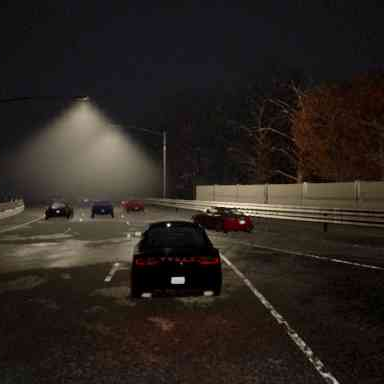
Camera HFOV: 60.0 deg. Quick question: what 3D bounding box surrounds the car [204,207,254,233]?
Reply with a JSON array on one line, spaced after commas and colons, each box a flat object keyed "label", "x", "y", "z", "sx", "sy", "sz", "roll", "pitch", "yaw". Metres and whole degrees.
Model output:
[{"label": "car", "x": 1.650, "y": 1.563, "z": 19.299, "sx": 1.994, "sy": 1.385, "sz": 4.181, "roll": 0, "pitch": 0, "yaw": -30}]

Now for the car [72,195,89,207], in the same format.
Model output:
[{"label": "car", "x": -16.524, "y": 1.348, "z": 50.544, "sx": 2.097, "sy": 1.767, "sz": 4.553, "roll": 0, "pitch": 0, "yaw": -28}]

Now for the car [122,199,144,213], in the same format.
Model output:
[{"label": "car", "x": -6.512, "y": 1.474, "z": 36.426, "sx": 1.882, "sy": 1.535, "sz": 5.008, "roll": 0, "pitch": 0, "yaw": -19}]

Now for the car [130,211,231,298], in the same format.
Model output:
[{"label": "car", "x": -0.478, "y": 1.477, "z": 8.590, "sx": 1.882, "sy": 1.535, "sz": 5.008, "roll": 0, "pitch": 0, "yaw": -5}]

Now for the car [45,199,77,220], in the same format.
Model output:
[{"label": "car", "x": -11.359, "y": 1.561, "z": 28.672, "sx": 1.994, "sy": 1.385, "sz": 4.181, "roll": 0, "pitch": 0, "yaw": -16}]

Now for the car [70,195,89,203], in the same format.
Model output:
[{"label": "car", "x": -22.713, "y": 1.374, "z": 66.957, "sx": 2.128, "sy": 1.511, "sz": 4.902, "roll": 0, "pitch": 0, "yaw": -39}]

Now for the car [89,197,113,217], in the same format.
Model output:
[{"label": "car", "x": -8.407, "y": 1.475, "z": 31.042, "sx": 1.882, "sy": 1.535, "sz": 5.008, "roll": 0, "pitch": 0, "yaw": -17}]
